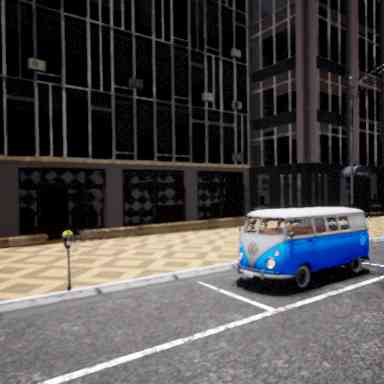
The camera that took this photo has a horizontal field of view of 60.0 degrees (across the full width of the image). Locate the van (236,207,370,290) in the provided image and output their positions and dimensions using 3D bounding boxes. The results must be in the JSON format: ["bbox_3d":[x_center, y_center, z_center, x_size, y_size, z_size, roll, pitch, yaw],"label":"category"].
[{"bbox_3d":[2.982,1.314,8.706,3.998,1.788,1.690,0,-1,-35],"label":"van"}]
